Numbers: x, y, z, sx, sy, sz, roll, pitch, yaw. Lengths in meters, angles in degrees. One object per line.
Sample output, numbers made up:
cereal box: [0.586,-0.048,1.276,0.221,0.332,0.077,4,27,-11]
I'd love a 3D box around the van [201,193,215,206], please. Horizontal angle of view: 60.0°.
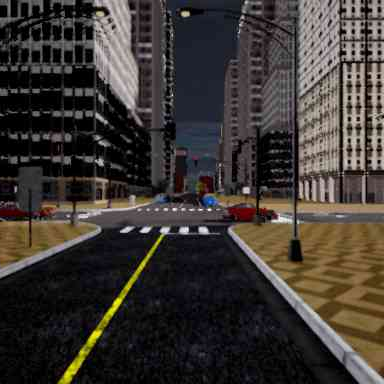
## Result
van: [2.666,1.227,51.005,1.690,1.788,3.998,0,0,0]

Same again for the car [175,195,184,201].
car: [-3.042,1.402,80.344,1.895,1.301,4.718,0,0,0]

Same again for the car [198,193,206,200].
car: [2.684,1.111,89.777,2.192,1.841,5.009,0,0,0]

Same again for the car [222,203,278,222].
car: [4.339,1.528,25.131,4.181,1.385,1.994,0,0,-1]

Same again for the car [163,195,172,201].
car: [-5.735,1.388,78.726,1.947,1.339,4.313,0,0,0]

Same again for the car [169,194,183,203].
car: [-3.103,1.414,64.928,1.994,1.385,4.181,0,0,0]

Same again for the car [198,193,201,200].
car: [2.647,1.137,78.697,2.192,1.841,5.009,0,0,0]

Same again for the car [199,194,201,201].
car: [2.594,1.418,56.544,1.887,1.381,4.507,0,0,0]

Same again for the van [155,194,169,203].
van: [-5.790,1.202,62.108,1.690,1.788,3.998,0,0,0]

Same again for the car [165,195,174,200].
car: [-5.716,1.360,84.265,2.008,1.369,4.403,0,0,0]

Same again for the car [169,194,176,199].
car: [-5.678,1.364,95.344,1.802,1.307,4.206,0,0,0]

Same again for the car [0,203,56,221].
car: [-12.767,1.446,24.767,4.718,1.301,1.895,1,0,-1]
